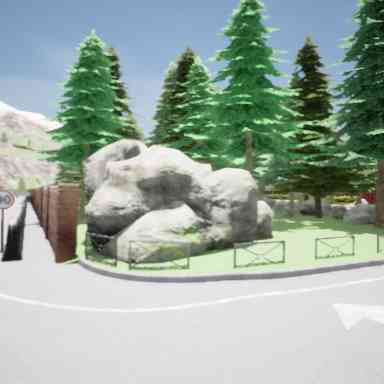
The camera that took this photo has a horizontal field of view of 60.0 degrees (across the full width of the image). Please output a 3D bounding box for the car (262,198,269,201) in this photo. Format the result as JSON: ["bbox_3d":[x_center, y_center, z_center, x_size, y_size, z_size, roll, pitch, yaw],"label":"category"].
[{"bbox_3d":[14.069,1.613,65.313,1.994,1.385,4.181,1,0,-16],"label":"car"}]
